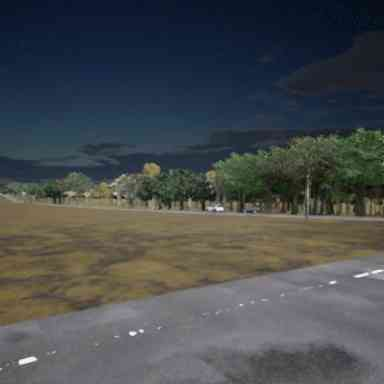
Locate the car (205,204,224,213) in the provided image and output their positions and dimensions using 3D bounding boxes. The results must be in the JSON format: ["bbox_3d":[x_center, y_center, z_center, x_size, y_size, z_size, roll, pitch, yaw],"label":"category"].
[{"bbox_3d":[5.462,4.024,81.821,2.150,2.045,5.566,2,-3,-33],"label":"car"}]

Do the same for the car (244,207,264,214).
[{"bbox_3d":[13.008,3.934,70.280,1.837,1.490,4.892,2,-3,-33],"label":"car"}]
